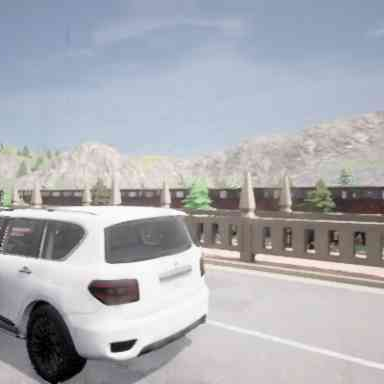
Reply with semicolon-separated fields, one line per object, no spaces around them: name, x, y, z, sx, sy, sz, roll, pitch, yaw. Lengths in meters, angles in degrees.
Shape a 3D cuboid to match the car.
car;-2.374;1.252;5.677;5.566;2.045;2.150;0;0;35
